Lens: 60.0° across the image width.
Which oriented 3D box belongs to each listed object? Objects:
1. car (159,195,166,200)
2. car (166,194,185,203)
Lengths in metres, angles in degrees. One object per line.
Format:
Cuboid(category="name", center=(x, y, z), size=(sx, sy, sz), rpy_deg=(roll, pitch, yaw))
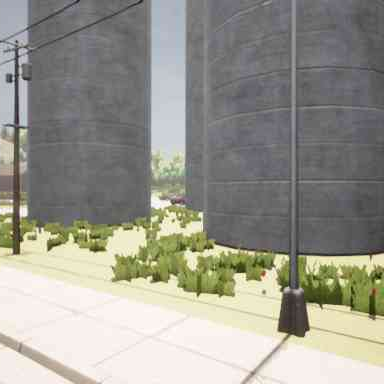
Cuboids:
Cuboid(category="car", center=(-6.459, 1.425, 84.352), size=(3.905, 1.438, 1.784), rpy_deg=(0, 0, 35))
Cuboid(category="car", center=(-1.525, 1.419, 54.603), size=(1.882, 1.535, 5.008), rpy_deg=(0, 0, 35))
